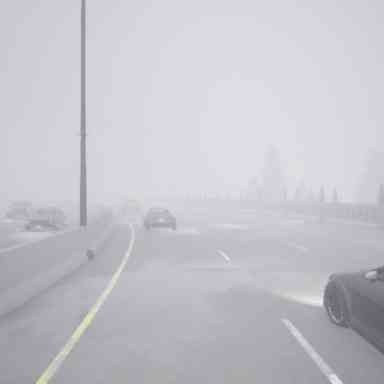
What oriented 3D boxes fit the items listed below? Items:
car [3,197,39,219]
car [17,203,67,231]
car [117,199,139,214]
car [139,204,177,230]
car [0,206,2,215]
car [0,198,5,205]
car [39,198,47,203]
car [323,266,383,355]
[{"bbox_3d":[-15.998,1.554,31.383,2.097,1.767,4.553,0,0,-20],"label":"car"},{"bbox_3d":[-9.516,1.671,21.989,2.033,1.411,5.357,0,0,-13],"label":"car"},{"bbox_3d":[-7.319,1.580,38.551,2.097,1.767,4.553,0,0,-22],"label":"car"},{"bbox_3d":[-2.230,1.677,21.888,1.994,1.385,4.181,0,0,-12],"label":"car"},{"bbox_3d":[-20.736,1.784,34.112,2.033,1.411,5.357,0,0,-23],"label":"car"},{"bbox_3d":[-39.271,1.971,66.714,4.181,1.385,1.994,-1,-1,42],"label":"car"},{"bbox_3d":[-27.123,1.818,58.722,2.097,1.767,4.553,0,-1,-38],"label":"car"},{"bbox_3d":[3.444,1.582,4.426,1.994,1.385,4.181,0,0,-2],"label":"car"}]
